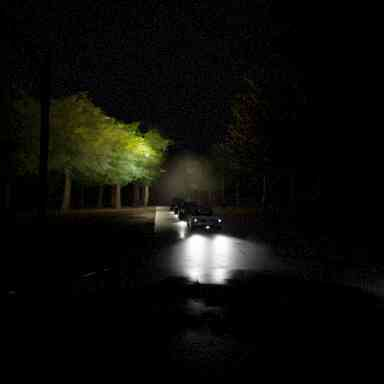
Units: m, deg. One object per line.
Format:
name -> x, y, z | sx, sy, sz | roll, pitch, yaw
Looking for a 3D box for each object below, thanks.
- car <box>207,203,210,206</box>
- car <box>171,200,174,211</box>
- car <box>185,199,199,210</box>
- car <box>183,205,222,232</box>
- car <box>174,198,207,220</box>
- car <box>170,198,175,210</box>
car -> 1.614, 2.271, 48.966 | 2.033, 1.411, 5.357 | 2, -1, -6
car -> -1.173, 2.035, 40.967 | 1.994, 1.385, 4.181 | 2, -1, -6
car -> -0.132, 2.390, 65.639 | 2.150, 2.045, 5.566 | 2, -2, -6
car -> 0.714, 1.815, 22.003 | 1.895, 1.301, 4.718 | 2, -1, -6
car -> -0.204, 1.682, 31.062 | 2.097, 1.767, 4.553 | 2, -1, -6
car -> -2.247, 1.898, 51.375 | 2.150, 2.045, 5.566 | 2, -2, -6
